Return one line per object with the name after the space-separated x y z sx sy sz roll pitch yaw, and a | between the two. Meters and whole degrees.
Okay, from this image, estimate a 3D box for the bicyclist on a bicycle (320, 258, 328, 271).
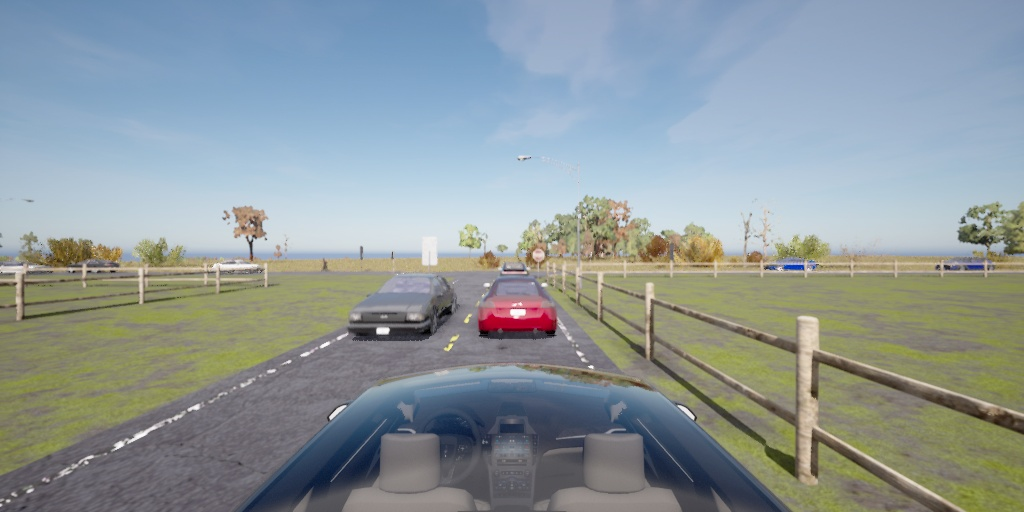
-22.454 1.022 42.869 0.582 1.620 1.656 0 1 1 | bicyclist on a bicycle

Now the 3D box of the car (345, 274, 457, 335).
-2.836 1.246 10.539 2.033 1.411 5.357 0 0 0 | car

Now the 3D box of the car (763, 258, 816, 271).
30.337 0.939 39.348 5.008 1.535 1.882 0 0 1 | car

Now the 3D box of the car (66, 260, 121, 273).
-46.717 1.149 40.022 4.902 1.511 2.128 0 0 1 | car

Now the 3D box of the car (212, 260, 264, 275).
-28.197 1.147 36.954 4.674 1.442 1.812 0 0 1 | car

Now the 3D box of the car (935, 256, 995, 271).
49.247 0.843 39.074 4.553 1.767 2.097 0 0 1 | car

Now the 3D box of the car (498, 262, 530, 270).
0.127 1.122 22.351 2.128 1.511 4.902 0 0 0 | car

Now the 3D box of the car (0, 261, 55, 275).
-50.682 1.290 37.255 4.718 1.301 1.895 0 0 1 | car

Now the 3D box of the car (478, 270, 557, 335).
0.116 1.264 10.326 1.994 1.385 4.181 0 0 -1 | car
